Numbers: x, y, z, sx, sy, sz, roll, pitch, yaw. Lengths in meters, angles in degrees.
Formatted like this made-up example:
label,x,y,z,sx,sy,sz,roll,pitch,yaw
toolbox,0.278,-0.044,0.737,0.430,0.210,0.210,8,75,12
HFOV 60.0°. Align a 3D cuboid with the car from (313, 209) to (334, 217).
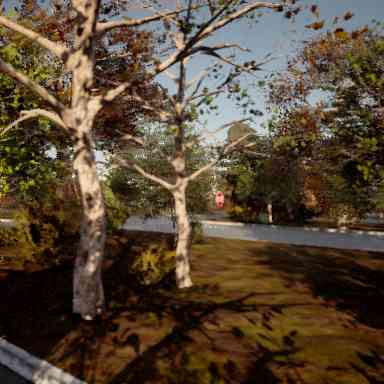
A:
label,x,y,z,sx,sy,sz,roll,pitch,yaw
car,21.378,3.476,56.078,4.553,1.767,2.097,0,0,28
